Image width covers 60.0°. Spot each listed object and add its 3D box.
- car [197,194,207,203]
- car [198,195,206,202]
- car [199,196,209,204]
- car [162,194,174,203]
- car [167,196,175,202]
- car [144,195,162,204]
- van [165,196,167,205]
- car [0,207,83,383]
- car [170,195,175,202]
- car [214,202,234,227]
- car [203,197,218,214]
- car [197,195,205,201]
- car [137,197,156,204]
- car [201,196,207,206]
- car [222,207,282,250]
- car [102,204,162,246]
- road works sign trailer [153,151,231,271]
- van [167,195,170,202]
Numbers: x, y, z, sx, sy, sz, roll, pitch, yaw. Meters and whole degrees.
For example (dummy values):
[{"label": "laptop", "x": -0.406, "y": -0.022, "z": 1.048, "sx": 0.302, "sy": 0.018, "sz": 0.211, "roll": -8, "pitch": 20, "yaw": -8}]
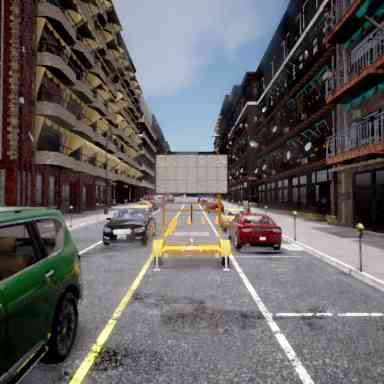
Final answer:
[{"label": "car", "x": 2.466, "y": 1.541, "z": 80.666, "sx": 2.192, "sy": 1.841, "sz": 5.009, "roll": 1, "pitch": 0, "yaw": 0}, {"label": "car", "x": 2.520, "y": 1.676, "z": 58.542, "sx": 1.887, "sy": 1.381, "sz": 4.507, "roll": 1, "pitch": 0, "yaw": 0}, {"label": "car", "x": 2.517, "y": 1.616, "z": 69.604, "sx": 1.967, "sy": 1.590, "sz": 4.097, "roll": 1, "pitch": 0, "yaw": 0}, {"label": "car", "x": -5.374, "y": 1.516, "z": 75.186, "sx": 2.192, "sy": 1.841, "sz": 5.009, "roll": 1, "pitch": 0, "yaw": 0}, {"label": "car", "x": -5.393, "y": 1.819, "z": 86.247, "sx": 1.947, "sy": 1.339, "sz": 4.313, "roll": 1, "pitch": 0, "yaw": 0}, {"label": "car", "x": -5.335, "y": 1.393, "z": 42.005, "sx": 2.192, "sy": 1.841, "sz": 5.009, "roll": 2, "pitch": 0, "yaw": 0}, {"label": "van", "x": -5.348, "y": 1.452, "z": 53.063, "sx": 1.690, "sy": 1.788, "sz": 3.998, "roll": 2, "pitch": 0, "yaw": 0}, {"label": "car", "x": -2.745, "y": 1.224, "z": 2.955, "sx": 2.150, "sy": 2.045, "sz": 5.566, "roll": 0, "pitch": 0, "yaw": 0}, {"label": "car", "x": -5.368, "y": 1.492, "z": 69.656, "sx": 2.192, "sy": 1.841, "sz": 5.009, "roll": 1, "pitch": 0, "yaw": 0}, {"label": "car", "x": 2.565, "y": 1.551, "z": 19.998, "sx": 1.752, "sy": 1.417, "sz": 4.829, "roll": 1, "pitch": 0, "yaw": 0}, {"label": "car", "x": 2.545, "y": 1.608, "z": 36.418, "sx": 1.887, "sy": 1.381, "sz": 4.507, "roll": 1, "pitch": 0, "yaw": 0}, {"label": "car", "x": 2.450, "y": 1.723, "z": 91.729, "sx": 1.967, "sy": 1.590, "sz": 4.097, "roll": 1, "pitch": 0, "yaw": 0}, {"label": "car", "x": -5.334, "y": 1.588, "z": 36.303, "sx": 1.752, "sy": 1.417, "sz": 4.829, "roll": 2, "pitch": 0, "yaw": 0}, {"label": "car", "x": 2.539, "y": 1.628, "z": 41.950, "sx": 2.008, "sy": 1.369, "sz": 4.403, "roll": 1, "pitch": 0, "yaw": 0}, {"label": "car", "x": 2.571, "y": 1.561, "z": 14.296, "sx": 1.887, "sy": 1.381, "sz": 4.507, "roll": 1, "pitch": 0, "yaw": 0}, {"label": "car", "x": -2.769, "y": 1.509, "z": 15.487, "sx": 2.128, "sy": 1.511, "sz": 4.902, "roll": 0, "pitch": 0, "yaw": 0}, {"label": "road works sign trailer", "x": -0.011, "y": 0.475, "z": 10.959, "sx": 2.380, "sy": 3.560, "sz": 2.880, "roll": 0, "pitch": 0, "yaw": 0}, {"label": "van", "x": -5.356, "y": 1.473, "z": 58.595, "sx": 1.690, "sy": 1.788, "sz": 3.998, "roll": 1, "pitch": 0, "yaw": 0}]
